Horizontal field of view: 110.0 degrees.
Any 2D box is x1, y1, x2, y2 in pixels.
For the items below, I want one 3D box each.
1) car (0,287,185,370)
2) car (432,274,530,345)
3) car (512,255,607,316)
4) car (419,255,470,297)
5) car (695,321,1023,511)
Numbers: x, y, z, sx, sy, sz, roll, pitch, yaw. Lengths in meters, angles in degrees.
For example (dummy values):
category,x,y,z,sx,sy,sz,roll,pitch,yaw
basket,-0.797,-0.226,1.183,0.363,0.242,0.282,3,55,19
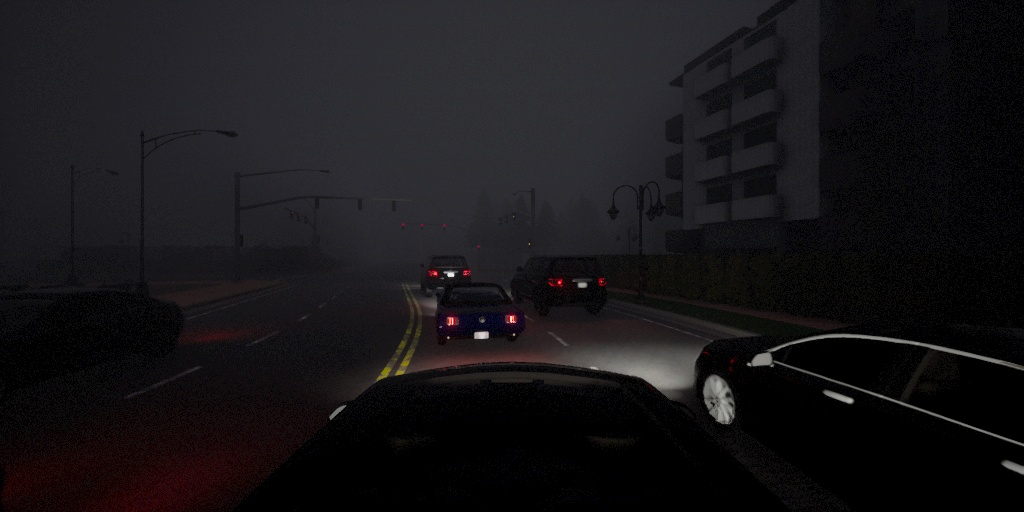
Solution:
category,x,y,z,sx,sy,sz,roll,pitch,yaw
car,-7.556,1.275,5.697,1.812,1.442,4.674,0,0,-9
car,-1.078,1.351,9.579,1.895,1.301,4.718,0,0,-12
car,1.546,0.973,13.653,2.150,2.045,5.566,0,0,-13
car,-3.613,0.971,19.013,2.150,2.045,5.566,0,0,-18
car,3.292,1.255,2.644,1.837,1.490,4.892,0,0,-2
